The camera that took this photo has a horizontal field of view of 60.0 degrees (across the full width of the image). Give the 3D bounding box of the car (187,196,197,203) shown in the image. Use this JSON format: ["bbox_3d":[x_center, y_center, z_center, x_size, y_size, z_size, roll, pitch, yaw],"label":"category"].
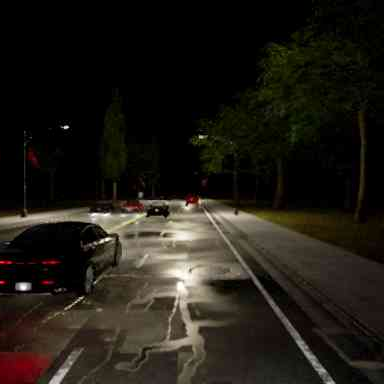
[{"bbox_3d":[0.024,1.685,74.896,2.033,1.411,5.357,0,0,0],"label":"car"}]

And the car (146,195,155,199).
[{"bbox_3d":[-9.725,1.361,78.645,1.882,1.535,5.008,0,0,0],"label":"car"}]

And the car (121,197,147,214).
[{"bbox_3d":[-6.582,1.596,37.008,1.812,1.442,4.674,0,0,0],"label":"car"}]

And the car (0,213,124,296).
[{"bbox_3d":[-3.147,1.520,8.639,1.837,1.490,4.892,0,0,0],"label":"car"}]

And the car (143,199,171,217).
[{"bbox_3d":[-3.140,1.624,31.754,1.994,1.385,4.181,0,0,0],"label":"car"}]

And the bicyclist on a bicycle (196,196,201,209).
[{"bbox_3d":[0.909,1.461,46.987,0.659,1.776,1.843,0,0,0],"label":"bicyclist on a bicycle"}]

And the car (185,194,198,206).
[{"bbox_3d":[0.061,1.330,56.239,2.150,2.045,5.566,0,0,1],"label":"car"}]

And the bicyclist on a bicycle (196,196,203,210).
[{"bbox_3d":[0.924,1.509,38.567,0.866,1.612,1.509,0,1,-1],"label":"bicyclist on a bicycle"}]

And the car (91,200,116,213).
[{"bbox_3d":[-9.831,1.635,37.188,1.994,1.385,4.181,0,0,0],"label":"car"}]
